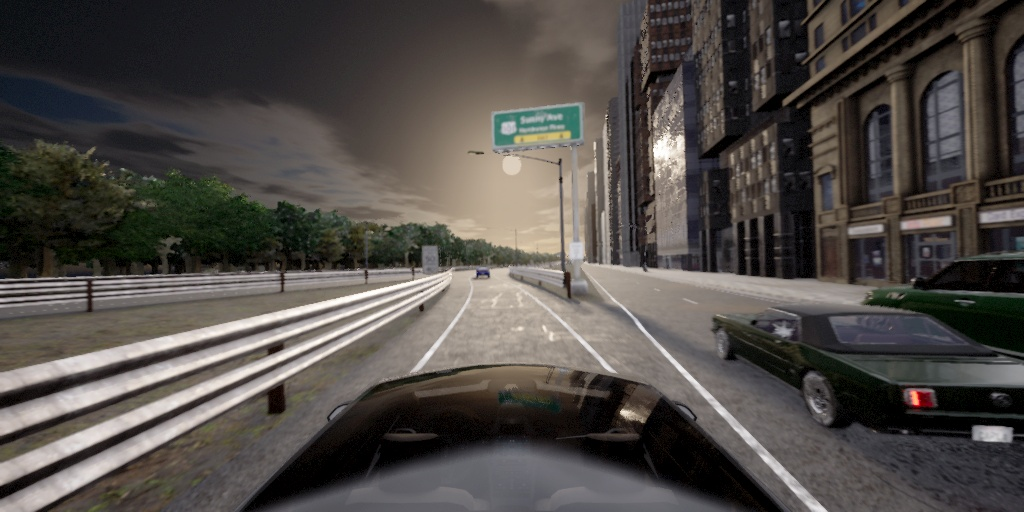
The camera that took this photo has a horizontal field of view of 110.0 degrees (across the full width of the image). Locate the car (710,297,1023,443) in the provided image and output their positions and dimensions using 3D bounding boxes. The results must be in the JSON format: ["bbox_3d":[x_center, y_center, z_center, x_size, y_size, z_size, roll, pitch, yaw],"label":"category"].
[{"bbox_3d":[4.759,1.371,5.451,1.895,1.301,4.718,-2,-1,10],"label":"car"}]

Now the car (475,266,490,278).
[{"bbox_3d":[-4.017,2.176,49.529,1.882,1.535,5.008,-1,-1,-5],"label":"car"}]

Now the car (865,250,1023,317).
[{"bbox_3d":[8.310,0.911,5.489,2.150,2.045,5.566,-2,-1,10],"label":"car"}]
